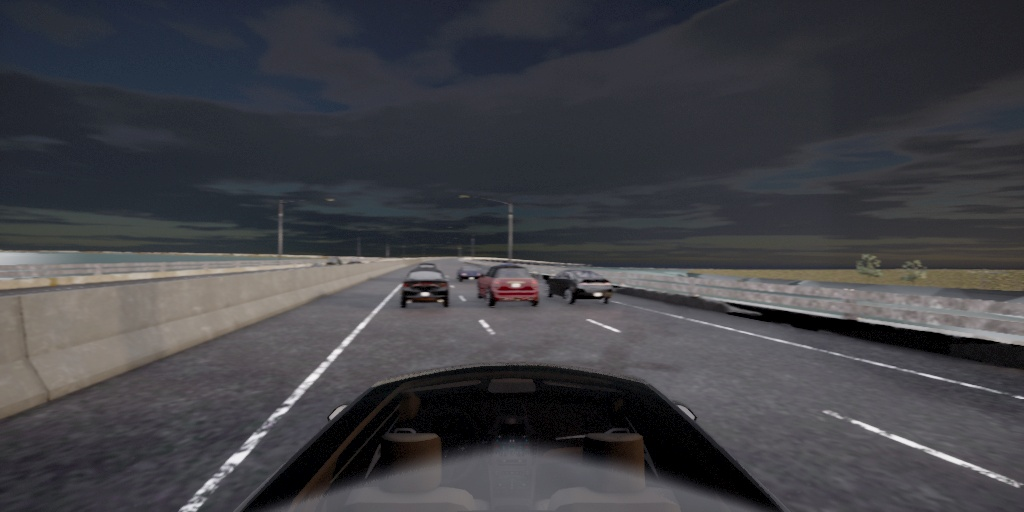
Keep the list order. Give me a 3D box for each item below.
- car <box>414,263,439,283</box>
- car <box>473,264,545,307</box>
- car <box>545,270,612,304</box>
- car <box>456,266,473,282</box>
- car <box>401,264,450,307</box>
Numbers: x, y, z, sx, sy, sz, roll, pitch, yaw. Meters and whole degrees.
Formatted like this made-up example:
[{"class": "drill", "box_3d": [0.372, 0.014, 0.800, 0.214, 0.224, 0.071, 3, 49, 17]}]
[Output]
[{"class": "car", "box_3d": [-7.177, 1.365, 30.294, 1.837, 1.490, 4.892, 1, 0, -13]}, {"class": "car", "box_3d": [-0.323, 1.203, 16.315, 2.097, 1.767, 4.553, 1, -1, -13]}, {"class": "car", "box_3d": [3.034, 1.399, 17.323, 2.128, 1.511, 4.902, 1, 0, -13]}, {"class": "car", "box_3d": [-3.730, 1.509, 30.908, 1.895, 1.301, 4.718, 1, 0, -13]}, {"class": "car", "box_3d": [-3.820, 1.279, 15.901, 1.882, 1.535, 5.008, 1, 0, -13]}]
